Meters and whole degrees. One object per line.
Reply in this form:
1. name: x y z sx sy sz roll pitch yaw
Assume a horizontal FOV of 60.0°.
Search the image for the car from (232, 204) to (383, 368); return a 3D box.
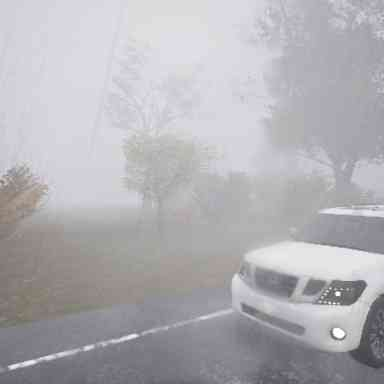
1. car: 3.327 1.269 6.160 5.566 2.045 2.150 0 0 -34
